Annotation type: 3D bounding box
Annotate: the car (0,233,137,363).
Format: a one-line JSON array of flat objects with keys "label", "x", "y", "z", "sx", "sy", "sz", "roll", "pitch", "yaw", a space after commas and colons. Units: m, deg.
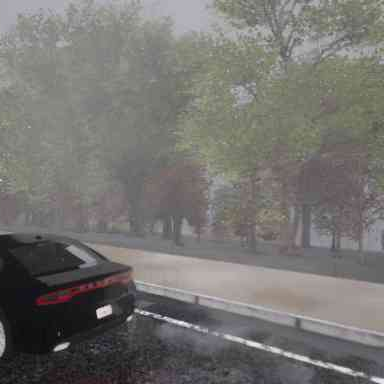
[{"label": "car", "x": -3.208, "y": 1.479, "z": 5.972, "sx": 5.008, "sy": 1.535, "sz": 1.882, "roll": 0, "pitch": 0, "yaw": 35}]
